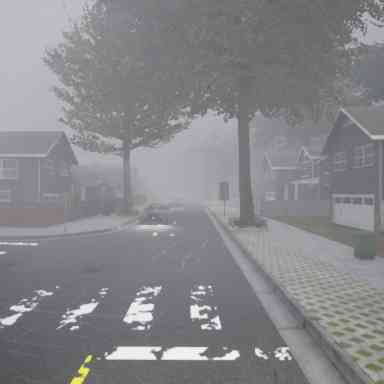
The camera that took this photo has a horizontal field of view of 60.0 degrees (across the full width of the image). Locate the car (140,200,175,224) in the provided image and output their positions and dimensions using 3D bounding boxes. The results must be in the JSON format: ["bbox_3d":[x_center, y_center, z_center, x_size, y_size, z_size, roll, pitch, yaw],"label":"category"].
[{"bbox_3d":[-2.615,1.572,24.617,1.994,1.385,4.181,0,0,0],"label":"car"}]

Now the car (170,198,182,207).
[{"bbox_3d":[-2.469,1.515,49.215,1.895,1.301,4.718,0,0,0],"label":"car"}]
